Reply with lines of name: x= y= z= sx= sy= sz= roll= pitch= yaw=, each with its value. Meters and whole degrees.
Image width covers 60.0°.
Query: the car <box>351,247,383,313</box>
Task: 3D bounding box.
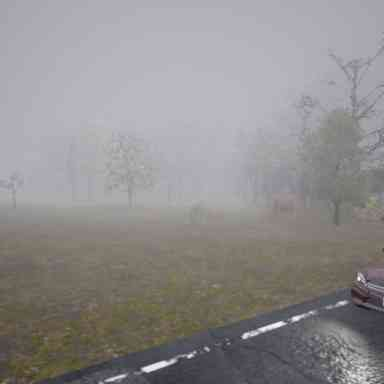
car: x=5.148 y=1.570 z=6.740 sx=4.674 sy=1.442 sz=1.812 roll=0 pitch=0 yaw=-35
